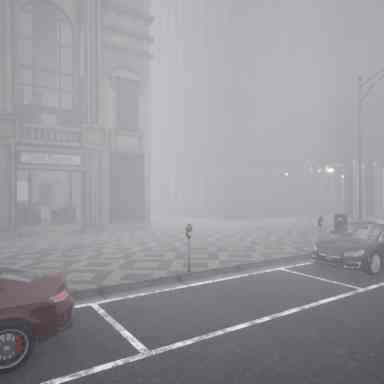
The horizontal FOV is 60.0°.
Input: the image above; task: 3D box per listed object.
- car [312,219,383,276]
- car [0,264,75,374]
[{"bbox_3d":[5.522,1.550,10.230,4.403,1.369,2.008,0,0,-34],"label":"car"},{"bbox_3d":[-3.672,1.582,4.101,4.206,1.307,1.802,0,0,-34],"label":"car"}]
